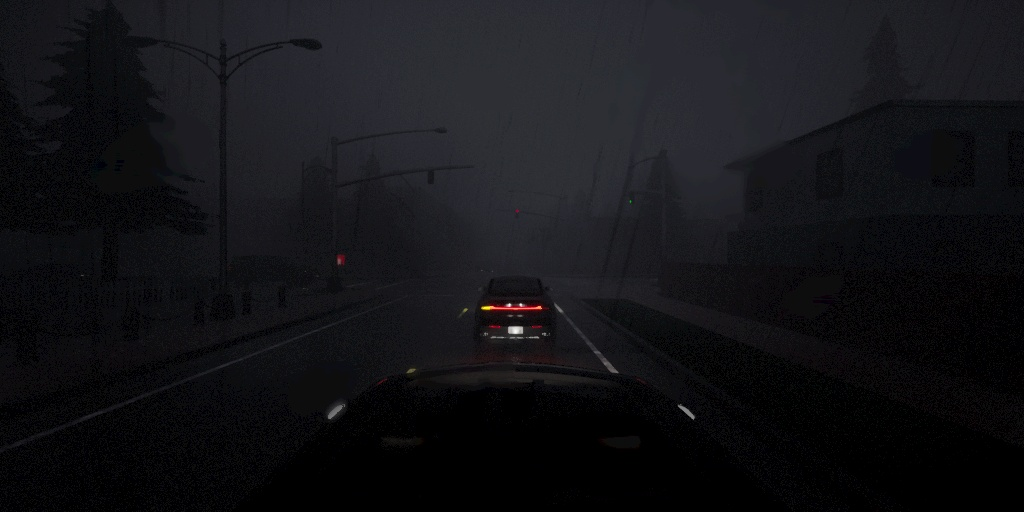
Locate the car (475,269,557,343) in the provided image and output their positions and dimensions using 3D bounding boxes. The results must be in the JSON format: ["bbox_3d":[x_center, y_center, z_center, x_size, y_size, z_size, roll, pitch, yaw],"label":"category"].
[{"bbox_3d":[0.092,1.255,9.684,1.837,1.490,4.892,0,0,0],"label":"car"}]

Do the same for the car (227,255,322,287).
[{"bbox_3d":[-15.893,0.986,24.120,5.566,2.045,2.150,0,0,-2],"label":"car"}]

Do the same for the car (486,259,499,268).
[{"bbox_3d":[-3.407,1.297,65.038,2.033,1.411,5.357,0,0,1],"label":"car"}]

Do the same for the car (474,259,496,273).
[{"bbox_3d":[-3.505,1.297,44.399,2.033,1.411,5.357,0,0,0],"label":"car"}]

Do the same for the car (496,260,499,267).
[{"bbox_3d":[-3.475,1.241,54.581,2.128,1.511,4.902,0,0,0],"label":"car"}]

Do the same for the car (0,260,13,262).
[{"bbox_3d":[-41.751,1.267,27.105,4.892,1.490,1.837,-1,0,-2],"label":"car"}]

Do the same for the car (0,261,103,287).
[{"bbox_3d":[-29.739,1.256,23.753,4.902,1.511,2.128,0,0,-1],"label":"car"}]
